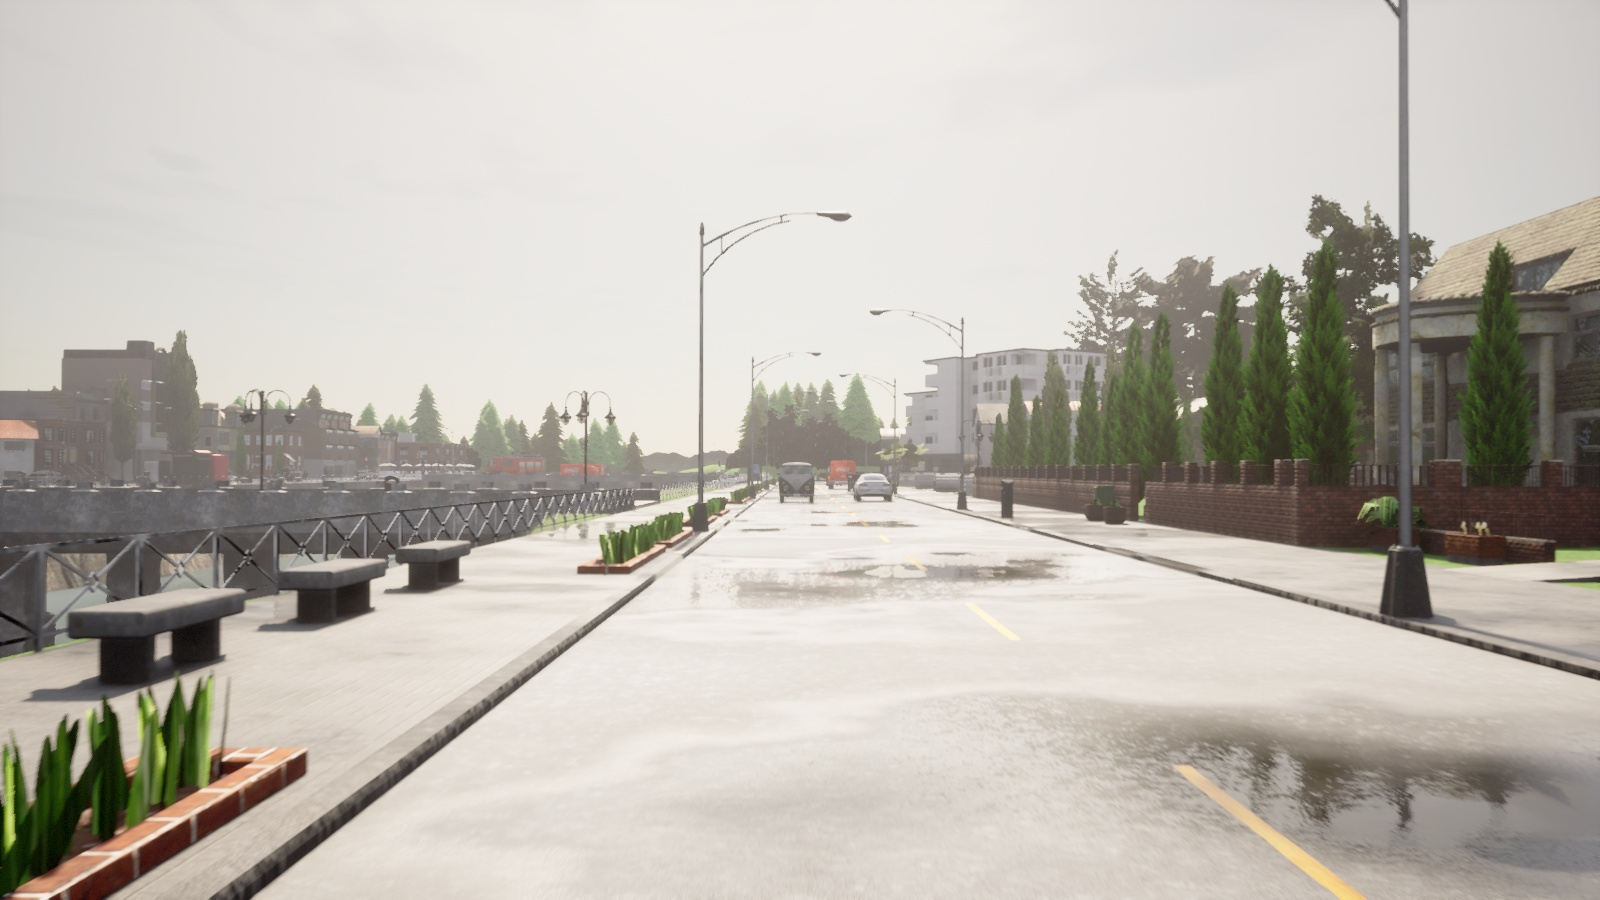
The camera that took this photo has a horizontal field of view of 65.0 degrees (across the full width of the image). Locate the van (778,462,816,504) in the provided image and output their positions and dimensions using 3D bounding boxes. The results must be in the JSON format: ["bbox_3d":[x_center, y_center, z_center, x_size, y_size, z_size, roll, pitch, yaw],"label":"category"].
[{"bbox_3d":[-0.147,1.608,62.112,1.775,1.987,4.442,0,-1,0],"label":"van"}]

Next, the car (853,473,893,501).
[{"bbox_3d":[3.843,1.940,66.609,1.812,1.442,4.674,0,-1,0],"label":"car"}]
